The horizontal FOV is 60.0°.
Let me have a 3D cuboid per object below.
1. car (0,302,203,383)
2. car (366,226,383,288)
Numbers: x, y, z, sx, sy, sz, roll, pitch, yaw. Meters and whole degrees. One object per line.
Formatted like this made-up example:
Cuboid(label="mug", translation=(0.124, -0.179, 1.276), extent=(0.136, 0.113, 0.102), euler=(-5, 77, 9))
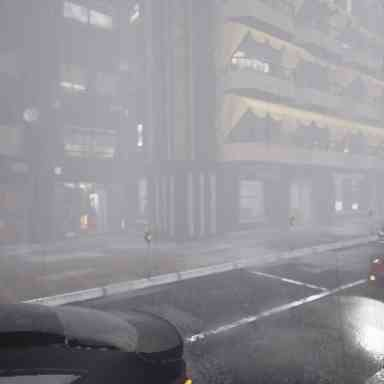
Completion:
Cuboid(label="car", translation=(-2.043, 1.565, 1.878), extent=(4.674, 1.442, 1.812), euler=(-1, 0, -37))
Cuboid(label="car", translation=(5.886, 1.499, 7.750), extent=(4.181, 1.385, 1.994), euler=(-1, 0, -37))
